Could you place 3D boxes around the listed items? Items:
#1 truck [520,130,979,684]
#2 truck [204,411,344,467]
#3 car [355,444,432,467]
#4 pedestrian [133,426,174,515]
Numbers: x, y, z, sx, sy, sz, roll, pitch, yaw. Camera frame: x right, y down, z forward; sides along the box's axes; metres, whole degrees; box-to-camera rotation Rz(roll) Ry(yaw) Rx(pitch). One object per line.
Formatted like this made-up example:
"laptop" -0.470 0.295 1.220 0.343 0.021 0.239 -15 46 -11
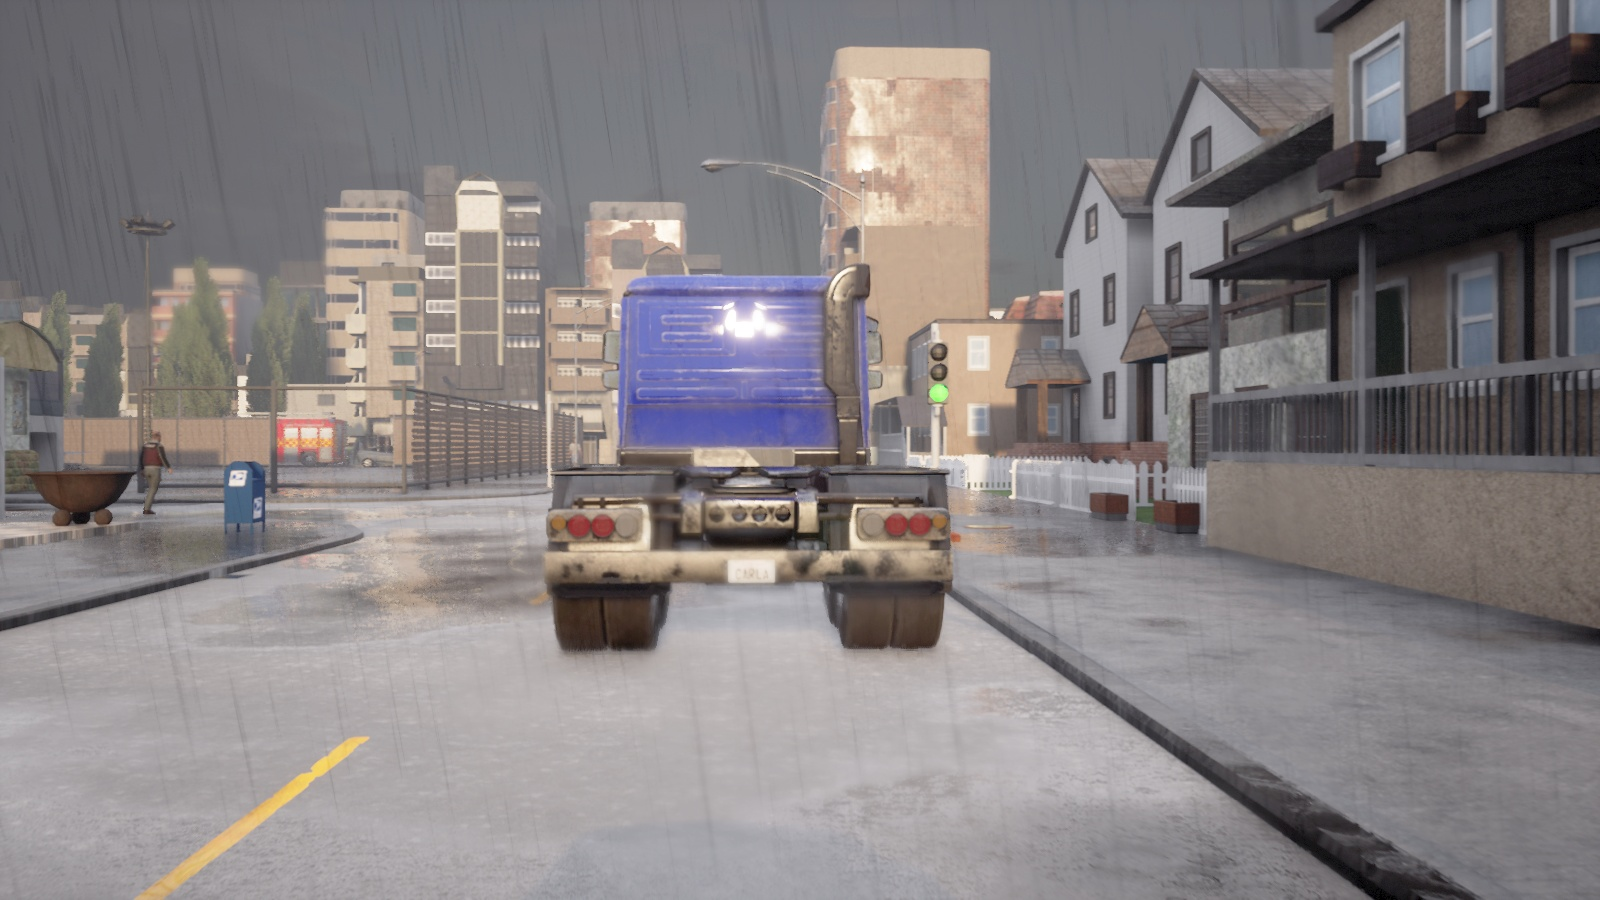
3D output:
"truck" -0.507 -0.279 11.890 2.891 3.462 7.936 0 0 -3
"truck" -36.496 -0.757 87.353 8.468 3.827 2.891 0 0 -3
"car" -27.099 0.372 83.788 4.514 1.525 2.007 0 0 -2
"pedestrian" -13.815 0.431 26.841 0.376 1.854 0.720 0 0 16
